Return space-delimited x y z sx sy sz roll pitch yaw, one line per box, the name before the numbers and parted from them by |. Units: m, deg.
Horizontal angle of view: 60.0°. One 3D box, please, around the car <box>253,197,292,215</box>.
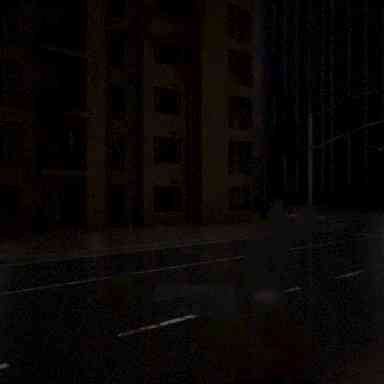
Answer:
car | 7.845 1.353 33.746 2.097 1.767 4.553 0 0 -35
